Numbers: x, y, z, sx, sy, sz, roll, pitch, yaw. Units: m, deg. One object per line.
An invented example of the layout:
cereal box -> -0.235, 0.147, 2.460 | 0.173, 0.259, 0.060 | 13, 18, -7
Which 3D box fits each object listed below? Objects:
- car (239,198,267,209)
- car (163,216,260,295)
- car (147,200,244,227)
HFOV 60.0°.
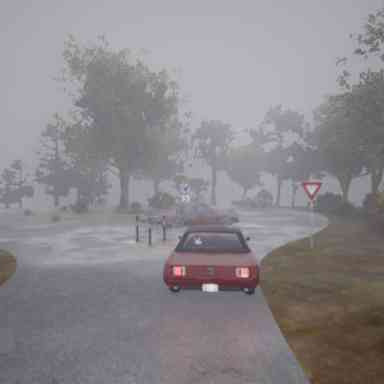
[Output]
car -> 6.629, 1.309, 39.375 | 1.895, 1.301, 4.718 | 0, 0, -28
car -> 0.566, 1.536, 8.588 | 1.895, 1.301, 4.718 | 0, 0, 5
car -> 0.086, 1.400, 19.785 | 5.357, 1.411, 2.033 | 0, 1, -21
